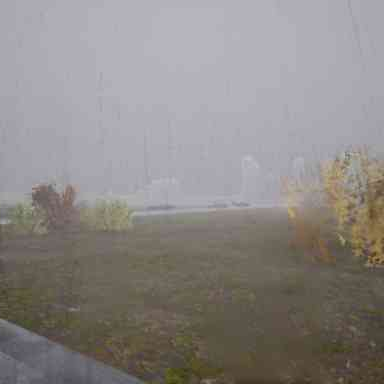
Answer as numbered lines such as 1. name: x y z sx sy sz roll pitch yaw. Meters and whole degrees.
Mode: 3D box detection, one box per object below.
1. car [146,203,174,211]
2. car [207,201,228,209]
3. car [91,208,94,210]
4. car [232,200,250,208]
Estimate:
1. car: -4.862 2.333 51.537 1.895 1.301 4.718 -2 -2 36
2. car: 4.474 2.255 58.302 2.128 1.511 4.902 -2 -2 36
3. car: -10.870 2.125 43.211 1.837 1.490 4.892 -2 -2 36
4. car: 9.659 2.340 65.576 1.882 1.535 5.008 -2 -2 36
